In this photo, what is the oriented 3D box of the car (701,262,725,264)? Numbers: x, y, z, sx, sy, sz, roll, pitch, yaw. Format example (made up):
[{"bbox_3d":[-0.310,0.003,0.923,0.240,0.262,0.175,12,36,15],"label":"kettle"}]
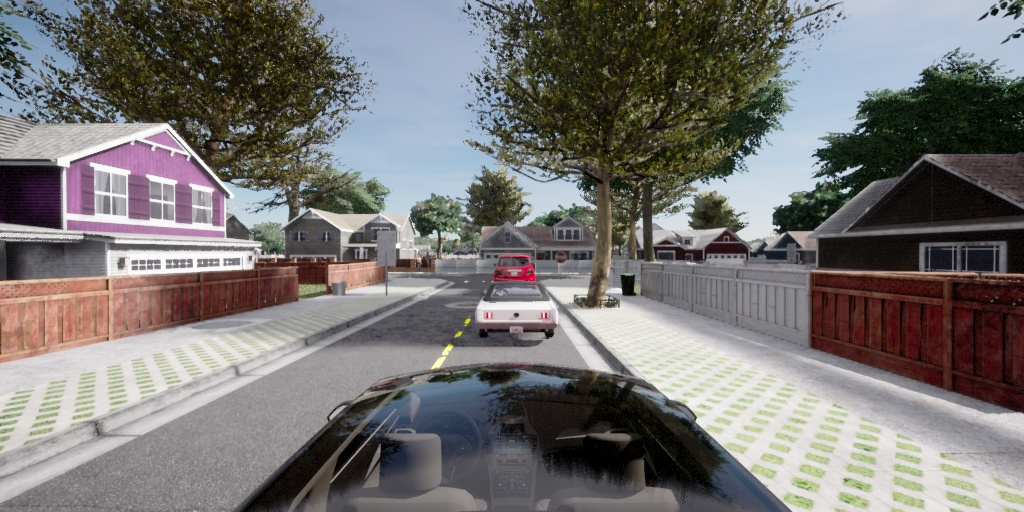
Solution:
[{"bbox_3d":[19.014,1.296,34.756,4.902,1.511,2.128,0,1,0],"label":"car"}]

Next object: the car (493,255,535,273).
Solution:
[{"bbox_3d":[0.125,0.964,20.149,2.150,2.045,5.566,0,0,0],"label":"car"}]

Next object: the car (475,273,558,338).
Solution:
[{"bbox_3d":[0.112,1.348,10.191,1.895,1.301,4.718,0,0,0],"label":"car"}]

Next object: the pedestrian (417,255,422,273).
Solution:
[{"bbox_3d":[-9.702,0.801,37.420,0.375,1.860,0.375,0,0,0],"label":"pedestrian"}]
